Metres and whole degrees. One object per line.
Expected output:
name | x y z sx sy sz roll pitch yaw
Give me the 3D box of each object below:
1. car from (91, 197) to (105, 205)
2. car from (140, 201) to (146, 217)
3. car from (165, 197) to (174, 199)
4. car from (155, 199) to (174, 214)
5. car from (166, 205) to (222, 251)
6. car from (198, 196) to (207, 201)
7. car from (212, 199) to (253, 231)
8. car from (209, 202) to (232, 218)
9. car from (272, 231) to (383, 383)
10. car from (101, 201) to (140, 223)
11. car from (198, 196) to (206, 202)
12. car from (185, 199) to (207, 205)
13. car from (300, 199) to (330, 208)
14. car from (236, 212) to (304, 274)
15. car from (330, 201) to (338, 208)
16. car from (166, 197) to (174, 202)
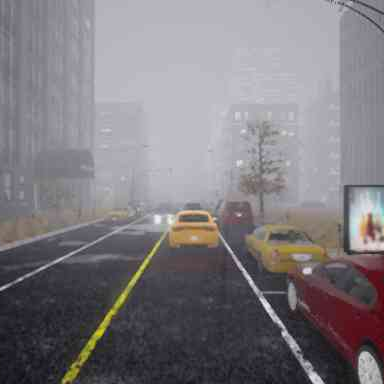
car | -17.254 1.543 56.966 4.507 1.381 1.887 1 -2 0
car | -5.682 1.602 32.565 1.967 1.590 4.097 1 0 0
car | -5.685 1.905 75.920 1.752 1.417 4.829 1 0 0
car | -3.083 1.791 38.313 1.895 1.301 4.718 0 0 0
car | 0.080 1.550 14.590 1.882 1.535 5.008 0 0 0
car | 2.695 1.953 81.599 1.887 1.381 4.507 1 0 0
car | 2.699 1.422 21.445 2.192 1.841 5.009 1 0 0
car | 2.697 1.706 32.564 1.887 1.381 4.507 1 0 0
car | 2.698 1.569 4.767 1.887 1.381 4.507 1 0 0
car | -5.683 1.659 26.835 1.752 1.417 4.829 1 0 0
car | 2.696 1.877 87.124 1.967 1.590 4.097 1 0 0
car | 0.084 1.653 29.994 1.837 1.490 4.892 0 0 0
car | 20.845 2.034 57.289 4.097 1.590 1.967 1 -2 0
car | 2.699 1.578 10.496 1.752 1.417 4.829 1 0 0
car | 26.255 2.326 65.641 4.829 1.417 1.752 1 -2 0
car | -5.686 1.982 87.137 1.887 1.381 4.507 1 0 0
